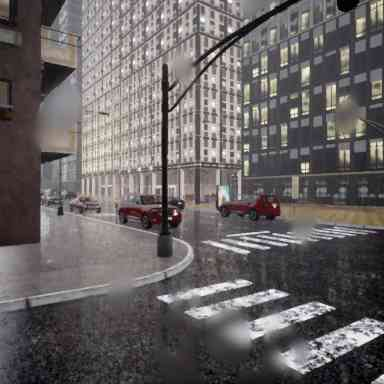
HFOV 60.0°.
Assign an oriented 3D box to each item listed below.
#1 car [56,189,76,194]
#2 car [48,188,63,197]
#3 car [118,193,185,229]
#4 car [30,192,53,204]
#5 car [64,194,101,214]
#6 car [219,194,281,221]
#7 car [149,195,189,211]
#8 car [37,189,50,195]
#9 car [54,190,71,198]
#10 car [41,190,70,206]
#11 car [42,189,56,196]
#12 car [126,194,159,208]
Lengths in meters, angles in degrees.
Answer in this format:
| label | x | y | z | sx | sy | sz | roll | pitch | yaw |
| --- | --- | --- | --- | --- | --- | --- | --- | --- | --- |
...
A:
| label | x | y | z | sx | sy | sz | roll | pitch | yaw |
| --- | --- | --- | --- | --- | --- | --- | --- | --- | --- |
| car | -19.568 | 0.516 | 52.447 | 1.837 | 1.490 | 4.892 | 0 | 1 | -36 |
| car | -28.471 | 0.099 | 69.132 | 1.967 | 1.590 | 4.097 | 1 | 0 | -36 |
| car | -2.600 | 1.008 | 19.283 | 2.192 | 1.841 | 5.009 | 2 | 0 | -36 |
| car | -18.909 | 0.752 | 41.715 | 1.802 | 1.307 | 4.206 | 2 | 0 | -36 |
| car | -9.128 | 1.067 | 28.257 | 1.802 | 1.307 | 4.206 | 2 | 0 | -36 |
| car | 4.142 | 1.027 | 24.259 | 2.192 | 1.841 | 5.009 | 1 | 0 | -36 |
| car | -2.386 | 1.070 | 33.234 | 1.947 | 1.339 | 4.313 | 1 | 0 | -36 |
| car | -34.996 | -0.011 | 78.108 | 1.887 | 1.381 | 4.507 | 1 | 0 | -36 |
| car | -25.213 | 0.309 | 64.646 | 1.887 | 1.381 | 4.507 | 1 | 0 | -36 |
| car | -15.648 | 0.827 | 37.229 | 2.008 | 1.369 | 4.403 | 2 | 0 | -36 |
| car | -31.735 | 0.096 | 73.620 | 1.887 | 1.381 | 4.507 | 1 | 0 | -36 |
| car | -5.648 | 0.965 | 37.721 | 1.947 | 1.339 | 4.313 | 1 | 0 | -36 |
